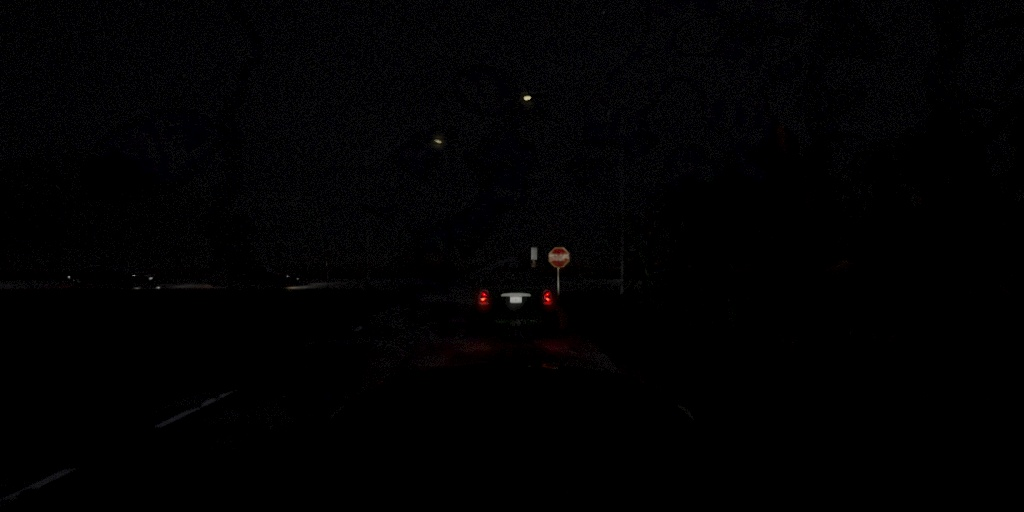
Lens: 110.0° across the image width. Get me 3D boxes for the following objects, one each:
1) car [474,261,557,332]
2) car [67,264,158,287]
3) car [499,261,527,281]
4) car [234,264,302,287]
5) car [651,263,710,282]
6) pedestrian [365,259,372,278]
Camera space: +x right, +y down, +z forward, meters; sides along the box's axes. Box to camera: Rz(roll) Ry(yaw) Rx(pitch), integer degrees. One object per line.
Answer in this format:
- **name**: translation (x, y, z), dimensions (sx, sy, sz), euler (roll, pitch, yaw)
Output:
- **car**: translation (0.056, 1.078, 10.880), dimensions (2.097, 1.767, 4.553), euler (0, 0, -1)
- **car**: translation (-27.008, 1.273, 24.363), dimensions (4.902, 1.511, 2.128), euler (0, 2, 0)
- **car**: translation (0.103, 1.169, 29.879), dimensions (2.128, 1.511, 4.902), euler (0, 0, 0)
- **car**: translation (-16.918, 1.285, 24.401), dimensions (4.674, 1.442, 1.812), euler (0, 2, 0)
- **car**: translation (12.697, 1.194, 27.458), dimensions (4.674, 1.442, 1.812), euler (0, 2, 0)
- **pedestrian**: translation (-12.178, 0.921, 30.386), dimensions (0.375, 1.860, 0.375), euler (0, 2, 0)
